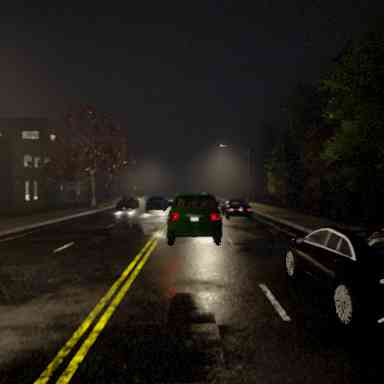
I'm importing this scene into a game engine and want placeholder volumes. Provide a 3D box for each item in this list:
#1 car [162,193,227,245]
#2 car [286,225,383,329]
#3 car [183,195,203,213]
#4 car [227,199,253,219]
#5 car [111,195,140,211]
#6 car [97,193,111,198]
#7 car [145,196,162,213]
[{"bbox_3d":[0.100,1.051,14.786,2.150,2.045,5.566,0,1,0],"label":"car"},{"bbox_3d":[3.350,1.412,6.769,2.128,1.511,4.902,0,1,0],"label":"car"},{"bbox_3d":[0.081,1.125,33.060,1.837,1.490,4.892,0,1,0],"label":"car"},{"bbox_3d":[3.348,1.255,25.402,2.033,1.411,5.357,0,1,0],"label":"car"},{"bbox_3d":[-6.625,1.148,34.830,2.033,1.411,5.357,0,1,0],"label":"car"},{"bbox_3d":[-20.692,0.908,79.936,4.313,1.339,1.947,-1,2,-1],"label":"car"},{"bbox_3d":[-3.364,1.110,31.952,1.882,1.535,5.008,0,1,0],"label":"car"}]
